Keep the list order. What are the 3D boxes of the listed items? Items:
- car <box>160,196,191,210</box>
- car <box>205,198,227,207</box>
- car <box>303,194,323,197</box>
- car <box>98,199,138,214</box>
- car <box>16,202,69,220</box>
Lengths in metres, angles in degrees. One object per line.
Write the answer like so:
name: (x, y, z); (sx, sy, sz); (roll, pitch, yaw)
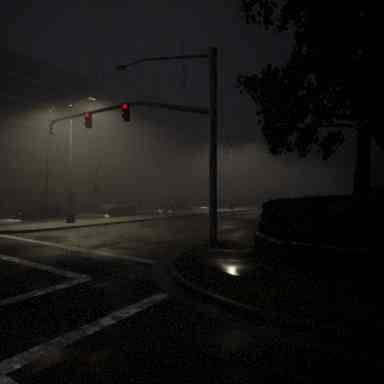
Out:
car: (-2.107, 1.352, 43.494); (2.097, 1.767, 4.553); (0, 0, 36)
car: (3.751, 1.564, 51.508); (1.994, 1.385, 4.181); (0, 0, 36)
car: (15.495, 1.221, 41.847); (2.150, 2.045, 5.566); (0, 0, 36)
car: (-7.857, 1.523, 35.611); (1.812, 1.442, 4.674); (0, 0, 36)
car: (-12.865, 1.564, 28.742); (1.994, 1.385, 4.181); (0, 0, 36)
